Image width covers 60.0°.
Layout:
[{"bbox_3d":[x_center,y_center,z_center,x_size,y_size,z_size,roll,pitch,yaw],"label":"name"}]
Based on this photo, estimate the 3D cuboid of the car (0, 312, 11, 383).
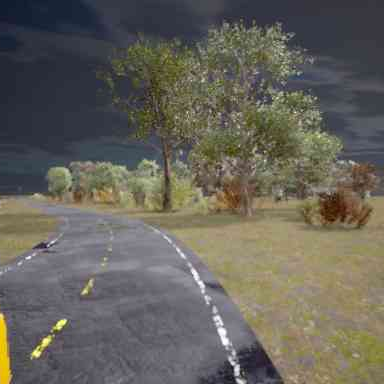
[{"bbox_3d":[-2.552,1.499,1.019,1.882,1.535,5.008,0,0,-2],"label":"car"}]
